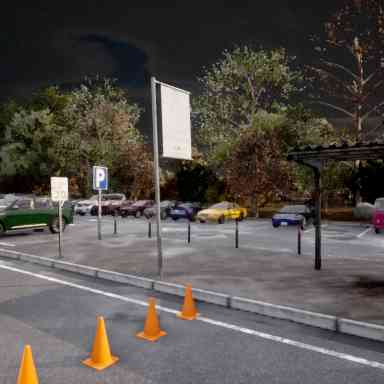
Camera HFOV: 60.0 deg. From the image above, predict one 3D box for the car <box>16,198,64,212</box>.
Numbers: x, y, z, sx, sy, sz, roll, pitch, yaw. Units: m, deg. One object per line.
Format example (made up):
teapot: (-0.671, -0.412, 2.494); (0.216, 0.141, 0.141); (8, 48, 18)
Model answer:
car: (-18.023, 1.469, 39.661); (2.163, 1.488, 4.792); (0, 0, 35)

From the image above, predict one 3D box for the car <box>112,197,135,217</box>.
car: (-4.373, 1.469, 30.120); (2.097, 1.535, 5.008); (0, 0, 35)

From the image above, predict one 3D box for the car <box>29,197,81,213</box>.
car: (-15.631, 1.444, 38.243); (1.946, 1.575, 5.366); (0, 0, 35)

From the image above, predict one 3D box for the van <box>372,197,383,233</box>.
van: (11.591, 1.264, 19.047); (1.878, 1.987, 4.442); (0, 0, 35)

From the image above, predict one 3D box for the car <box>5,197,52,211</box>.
car: (-20.267, 1.452, 41.307); (2.163, 1.488, 4.792); (0, 0, 35)

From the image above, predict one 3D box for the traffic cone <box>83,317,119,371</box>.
traffic cone: (-1.207, 1.957, 4.412); (0.340, 0.580, 0.340); (0, 0, 35)

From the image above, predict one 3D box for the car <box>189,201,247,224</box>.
car: (2.331, 1.475, 25.179); (1.946, 1.575, 5.366); (0, 0, 35)

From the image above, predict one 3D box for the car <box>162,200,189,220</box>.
car: (0.183, 1.504, 26.950); (2.163, 1.488, 4.792); (0, 0, 35)

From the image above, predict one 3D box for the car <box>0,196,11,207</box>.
car: (-29.263, 1.332, 47.816); (1.946, 1.575, 5.366); (1, 0, 35)

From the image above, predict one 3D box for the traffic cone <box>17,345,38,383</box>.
traffic cone: (-1.781, 1.957, 3.595); (0.340, 0.580, 0.340); (0, 0, 35)

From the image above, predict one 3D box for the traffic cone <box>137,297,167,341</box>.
traffic cone: (-0.632, 1.957, 5.229); (0.340, 0.580, 0.340); (0, 0, 35)

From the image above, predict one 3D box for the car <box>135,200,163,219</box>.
car: (-2.101, 1.473, 28.526); (2.231, 1.521, 4.892); (0, 0, 35)

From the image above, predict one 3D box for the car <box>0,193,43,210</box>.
car: (-22.569, 1.153, 42.854); (2.435, 2.045, 5.566); (0, 0, 35)

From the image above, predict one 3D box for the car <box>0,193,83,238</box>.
car: (-8.925, 1.221, 17.293); (2.435, 2.045, 5.566); (0, 0, 35)

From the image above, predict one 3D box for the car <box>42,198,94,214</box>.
car: (-13.467, 1.455, 36.492); (2.097, 1.535, 5.008); (0, 0, 35)

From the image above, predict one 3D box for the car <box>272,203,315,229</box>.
car: (6.965, 1.513, 22.117); (2.163, 1.488, 4.792); (0, 0, 35)

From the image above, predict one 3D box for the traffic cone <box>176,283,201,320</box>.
traffic cone: (-0.057, 1.957, 6.044); (0.340, 0.580, 0.340); (0, 0, 36)

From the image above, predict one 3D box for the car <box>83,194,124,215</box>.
car: (-8.936, 1.212, 33.282); (2.435, 2.045, 5.566); (0, 0, 35)

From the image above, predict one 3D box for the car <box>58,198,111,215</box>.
car: (-11.194, 1.461, 34.895); (2.231, 1.521, 4.892); (0, 0, 35)

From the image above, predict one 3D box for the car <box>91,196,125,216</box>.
car: (-6.645, 1.466, 31.715); (2.097, 1.535, 5.008); (0, 0, 35)
